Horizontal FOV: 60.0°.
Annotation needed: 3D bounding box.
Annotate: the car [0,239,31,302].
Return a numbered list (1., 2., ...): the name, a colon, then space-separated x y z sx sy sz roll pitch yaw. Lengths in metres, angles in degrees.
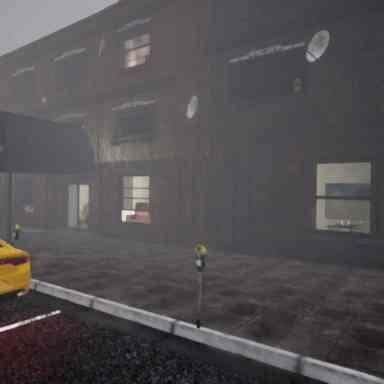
1. car: -5.472 1.469 7.143 5.008 1.535 1.882 0 0 35
